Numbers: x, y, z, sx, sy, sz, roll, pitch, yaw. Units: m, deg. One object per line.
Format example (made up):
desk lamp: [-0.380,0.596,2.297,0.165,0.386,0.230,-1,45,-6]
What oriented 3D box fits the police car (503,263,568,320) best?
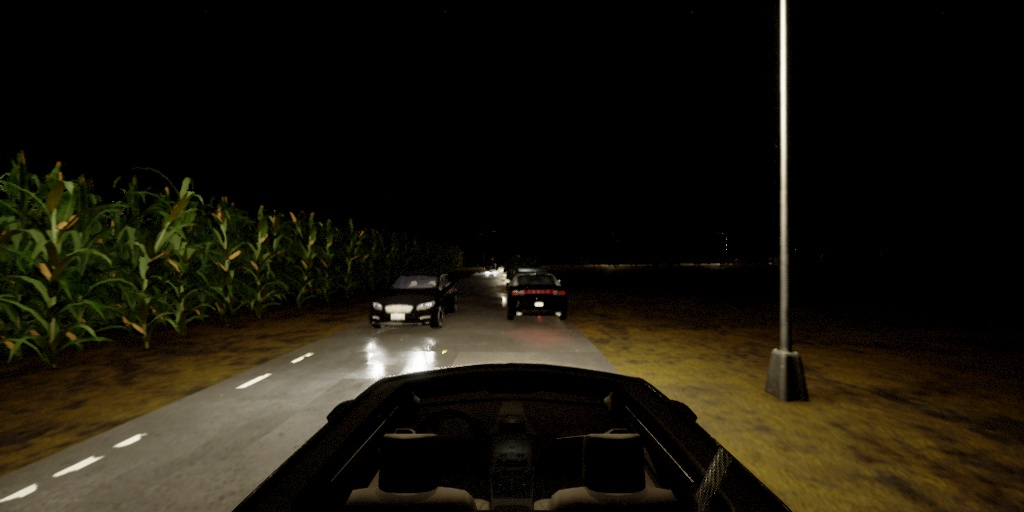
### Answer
police car: [0.776,1.218,13.011,1.930,1.638,5.238,0,0,0]

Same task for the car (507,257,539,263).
car: [0.730,1.068,22.934,2.150,2.045,5.566,0,0,0]

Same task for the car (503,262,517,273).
car: [-0.202,1.556,48.898,1.812,1.442,4.674,0,0,0]

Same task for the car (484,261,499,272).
car: [-3.076,1.566,54.500,2.128,1.511,4.902,0,0,0]

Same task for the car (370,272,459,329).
car: [-2.890,1.277,11.490,2.128,1.511,4.902,0,0,0]
